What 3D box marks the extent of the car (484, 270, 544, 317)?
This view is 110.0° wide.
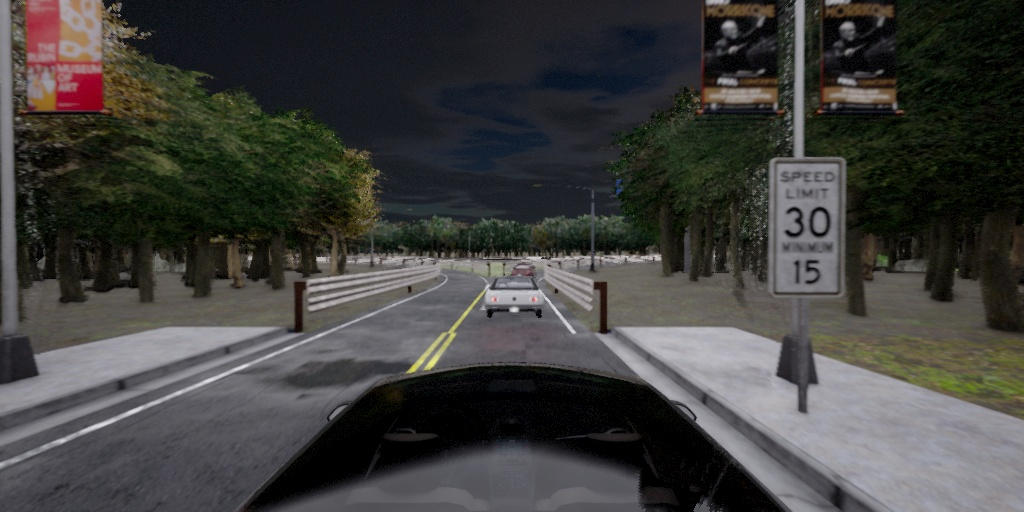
[{"bbox_3d":[0.085,1.377,13.302,1.895,1.301,4.718,0,0,0],"label":"car"}]

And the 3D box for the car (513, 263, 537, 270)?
[{"bbox_3d":[1.066,1.340,30.715,1.812,1.442,4.674,0,0,9],"label":"car"}]
